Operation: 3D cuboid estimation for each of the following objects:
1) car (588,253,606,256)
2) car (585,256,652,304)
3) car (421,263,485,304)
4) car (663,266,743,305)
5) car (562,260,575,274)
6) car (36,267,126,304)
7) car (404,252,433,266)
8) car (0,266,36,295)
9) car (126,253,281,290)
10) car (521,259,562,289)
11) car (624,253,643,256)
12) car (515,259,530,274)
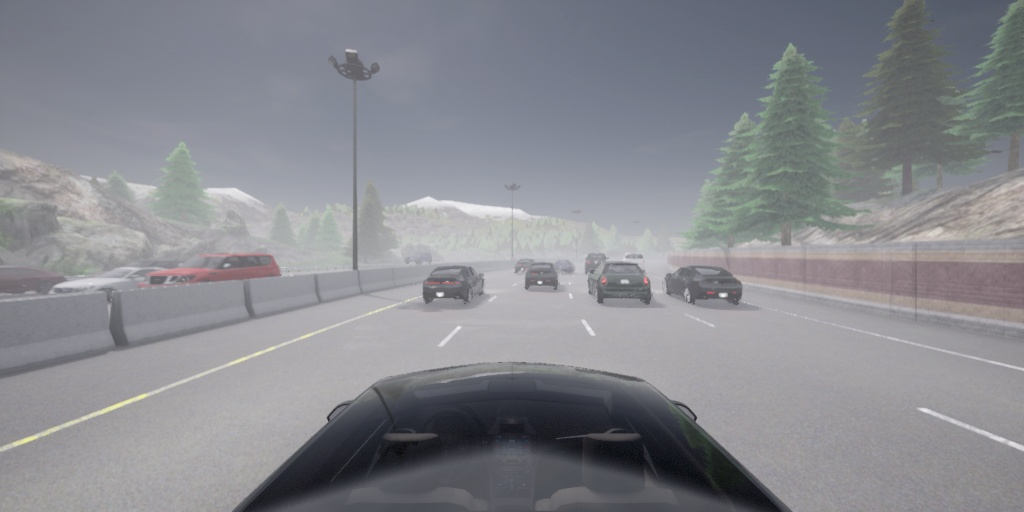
[{"bbox_3d":[8.703,0.757,36.563,2.150,2.045,5.566,0,-1,16],"label":"car"},{"bbox_3d":[4.640,1.016,16.028,2.097,1.767,4.553,0,0,7],"label":"car"},{"bbox_3d":[-2.433,1.171,15.869,1.837,1.490,4.892,0,0,6],"label":"car"},{"bbox_3d":[8.100,1.171,15.654,1.837,1.490,4.892,0,0,7],"label":"car"},{"bbox_3d":[5.554,1.097,38.110,1.994,1.385,4.181,0,0,16],"label":"car"},{"bbox_3d":[-16.710,1.195,15.752,1.812,1.442,4.674,0,0,6],"label":"car"},{"bbox_3d":[-14.510,0.309,56.200,2.150,2.045,5.566,0,0,20],"label":"car"},{"bbox_3d":[-23.680,1.192,16.310,1.812,1.442,4.674,0,0,6],"label":"car"},{"bbox_3d":[-13.171,0.887,16.248,2.150,2.045,5.566,0,0,6],"label":"car"},{"bbox_3d":[1.897,1.137,21.726,1.837,1.490,4.892,0,0,9],"label":"car"},{"bbox_3d":[12.362,0.755,36.658,2.150,2.045,5.566,0,-1,16],"label":"car"},{"bbox_3d":[1.627,1.044,37.102,1.837,1.490,4.892,0,0,15],"label":"car"}]
